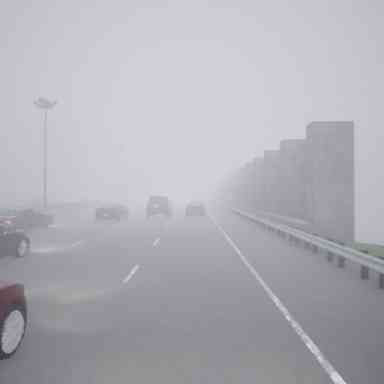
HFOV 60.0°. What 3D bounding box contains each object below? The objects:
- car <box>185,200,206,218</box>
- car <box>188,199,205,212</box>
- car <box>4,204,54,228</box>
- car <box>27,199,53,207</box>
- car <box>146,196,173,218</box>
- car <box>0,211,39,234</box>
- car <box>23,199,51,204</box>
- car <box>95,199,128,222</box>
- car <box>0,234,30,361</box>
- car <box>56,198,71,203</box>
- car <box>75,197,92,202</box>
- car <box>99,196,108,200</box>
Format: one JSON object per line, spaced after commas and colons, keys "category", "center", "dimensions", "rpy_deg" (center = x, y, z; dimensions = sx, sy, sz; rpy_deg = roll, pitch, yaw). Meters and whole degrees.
{"category": "car", "center": [0.357, 1.689, 33.359], "dimensions": [1.882, 1.535, 5.008], "rpy_deg": [0, 0, 1]}
{"category": "car", "center": [0.599, 1.769, 43.753], "dimensions": [2.128, 1.511, 4.902], "rpy_deg": [0, 0, 2]}
{"category": "car", "center": [-10.310, 1.674, 20.157], "dimensions": [2.033, 1.411, 5.357], "rpy_deg": [0, 0, 0]}
{"category": "car", "center": [-27.109, 1.919, 59.369], "dimensions": [2.033, 1.411, 5.357], "rpy_deg": [0, 0, 2]}
{"category": "car", "center": [-3.151, 1.429, 32.976], "dimensions": [2.150, 2.045, 5.566], "rpy_deg": [0, 0, 1]}
{"category": "car", "center": [-6.855, 1.570, 10.219], "dimensions": [1.837, 1.490, 4.892], "rpy_deg": [0, 0, 0]}
{"category": "car", "center": [-23.882, 1.823, 50.490], "dimensions": [1.837, 1.490, 4.892], "rpy_deg": [0, -1, 2]}
{"category": "car", "center": [-6.732, 1.656, 28.372], "dimensions": [1.882, 1.535, 5.008], "rpy_deg": [0, 0, 1]}
{"category": "car", "center": [-3.389, 1.497, 2.969], "dimensions": [1.882, 1.535, 5.008], "rpy_deg": [0, 0, 0]}
{"category": "car", "center": [-30.538, 2.089, 78.900], "dimensions": [1.895, 1.301, 4.718], "rpy_deg": [0, 0, 0]}
{"category": "car", "center": [-20.087, 1.740, 61.722], "dimensions": [2.097, 1.767, 4.553], "rpy_deg": [0, 0, 1]}
{"category": "car", "center": [-24.035, 1.796, 90.348], "dimensions": [1.837, 1.490, 4.892], "rpy_deg": [0, 0, -3]}
